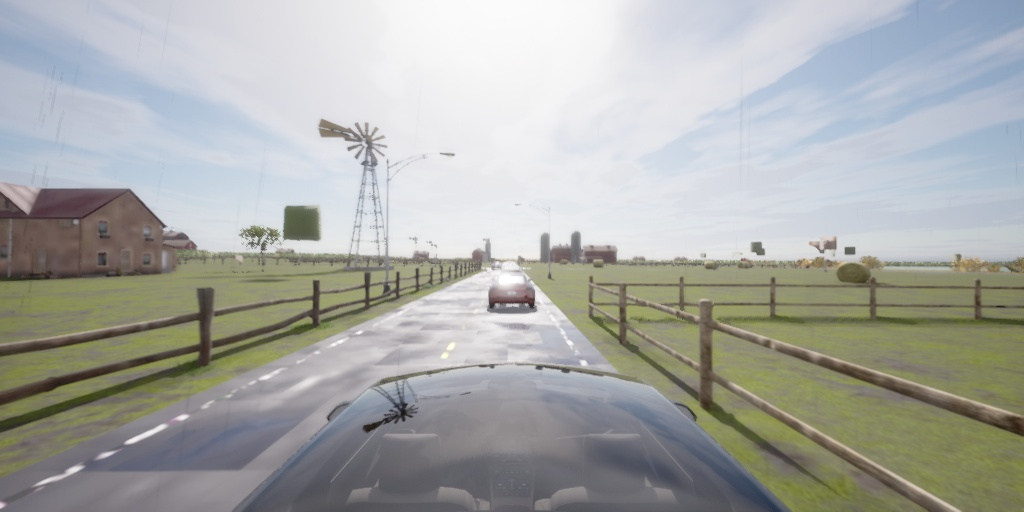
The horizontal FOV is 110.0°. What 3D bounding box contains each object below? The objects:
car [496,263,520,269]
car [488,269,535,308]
[{"bbox_3d":[-0.017,1.518,31.151,2.128,1.511,4.902,0,0,0],"label":"car"},{"bbox_3d":[-0.006,1.450,16.174,1.994,1.385,4.181,0,0,0],"label":"car"}]
